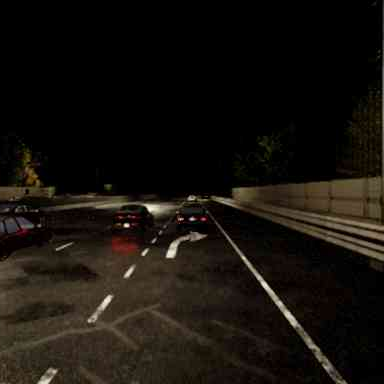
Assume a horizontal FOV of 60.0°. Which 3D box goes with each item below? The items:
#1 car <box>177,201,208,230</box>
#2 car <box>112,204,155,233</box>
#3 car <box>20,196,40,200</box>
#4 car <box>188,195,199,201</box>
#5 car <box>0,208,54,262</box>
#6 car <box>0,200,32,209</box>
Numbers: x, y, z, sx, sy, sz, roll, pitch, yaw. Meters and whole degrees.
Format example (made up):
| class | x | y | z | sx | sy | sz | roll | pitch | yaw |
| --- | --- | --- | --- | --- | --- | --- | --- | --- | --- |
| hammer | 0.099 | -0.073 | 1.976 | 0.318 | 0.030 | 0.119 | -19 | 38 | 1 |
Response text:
| class | x | y | z | sx | sy | sz | roll | pitch | yaw |
| --- | --- | --- | --- | --- | --- | --- | --- | --- | --- |
| car | 0.010 | 1.532 | 20.749 | 2.033 | 1.411 | 5.357 | 0 | 0 | 0 |
| car | -3.391 | 1.490 | 19.664 | 1.837 | 1.490 | 4.892 | 0 | 0 | 0 |
| car | -21.048 | 1.344 | 42.690 | 2.097 | 1.767 | 4.553 | 0 | 0 | 0 |
| car | 0.033 | 1.576 | 75.435 | 1.812 | 1.442 | 4.674 | 0 | 0 | 0 |
| car | -6.894 | 1.538 | 11.960 | 2.033 | 1.411 | 5.357 | 0 | 0 | 0 |
| car | -10.389 | 1.477 | 19.610 | 2.128 | 1.511 | 4.902 | 0 | 0 | 0 |
